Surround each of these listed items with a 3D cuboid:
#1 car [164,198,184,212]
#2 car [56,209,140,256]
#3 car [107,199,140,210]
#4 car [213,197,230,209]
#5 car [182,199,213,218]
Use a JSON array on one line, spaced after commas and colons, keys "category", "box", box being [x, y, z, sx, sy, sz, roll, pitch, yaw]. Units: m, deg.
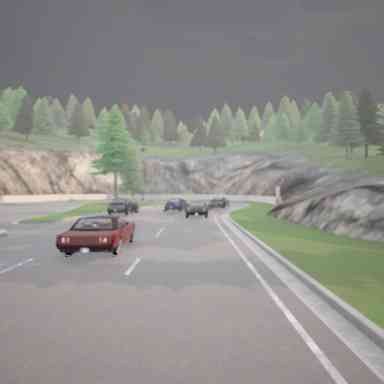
[{"category": "car", "box": [-1.601, 1.387, 36.220, 1.812, 1.442, 4.674, 0, 0, 14]}, {"category": "car", "box": [-3.403, 1.551, 12.788, 1.895, 1.301, 4.718, 0, 0, 0]}, {"category": "car", "box": [-6.256, 1.373, 30.814, 2.128, 1.511, 4.902, 0, 0, 7]}, {"category": "car", "box": [3.541, 1.333, 41.510, 2.128, 1.511, 4.902, 0, 0, 16]}, {"category": "car", "box": [0.543, 1.490, 28.944, 1.895, 1.301, 4.718, 0, 0, 5]}]
